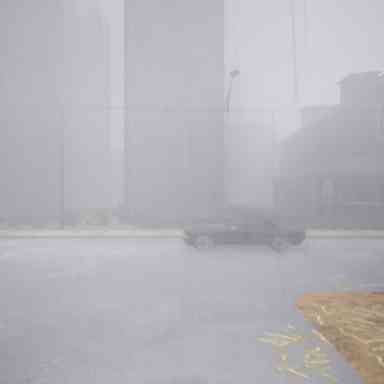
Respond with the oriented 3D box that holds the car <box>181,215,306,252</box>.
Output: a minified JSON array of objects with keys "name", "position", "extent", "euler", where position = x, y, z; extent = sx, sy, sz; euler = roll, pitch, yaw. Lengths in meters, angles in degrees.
[{"name":"car","position":[1.938,1.606,13.353],"extent":[4.718,1.301,1.895],"euler":[0,0,0]}]
